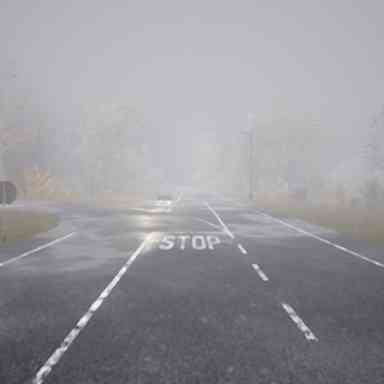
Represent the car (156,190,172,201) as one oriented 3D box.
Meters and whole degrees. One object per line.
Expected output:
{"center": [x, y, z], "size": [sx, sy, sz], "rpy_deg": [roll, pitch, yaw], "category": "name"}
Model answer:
{"center": [-3.689, 0.446, 45.065], "size": [1.994, 1.385, 4.181], "rpy_deg": [0, 2, 0], "category": "car"}
